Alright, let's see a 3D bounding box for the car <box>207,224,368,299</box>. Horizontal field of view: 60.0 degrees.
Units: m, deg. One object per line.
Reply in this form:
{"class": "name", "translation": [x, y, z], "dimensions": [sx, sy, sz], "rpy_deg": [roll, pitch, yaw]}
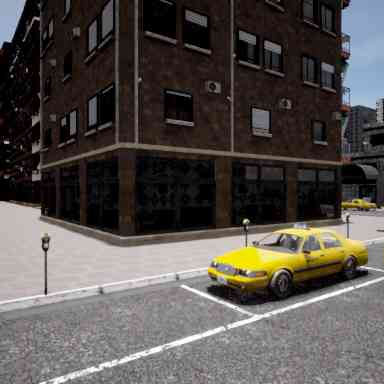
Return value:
{"class": "car", "translation": [2.594, 1.525, 8.416], "dimensions": [4.829, 1.417, 1.752], "rpy_deg": [0, 0, -36]}

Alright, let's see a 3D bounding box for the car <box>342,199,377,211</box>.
{"class": "car", "translation": [19.270, 1.469, 39.636], "dimensions": [1.752, 1.417, 4.829], "rpy_deg": [0, 0, -35]}
